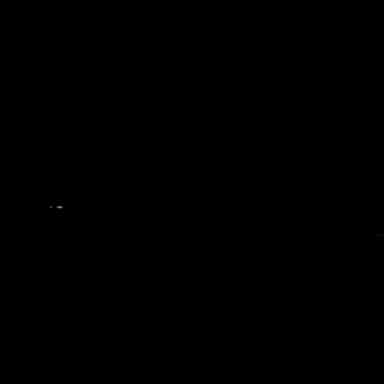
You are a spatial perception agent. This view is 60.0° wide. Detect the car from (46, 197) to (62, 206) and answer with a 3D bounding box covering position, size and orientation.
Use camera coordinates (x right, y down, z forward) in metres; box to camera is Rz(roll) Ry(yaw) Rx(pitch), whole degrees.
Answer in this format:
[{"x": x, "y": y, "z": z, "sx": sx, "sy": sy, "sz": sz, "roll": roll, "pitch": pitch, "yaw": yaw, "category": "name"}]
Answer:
[{"x": -24.178, "y": 1.725, "z": 58.020, "sx": 1.837, "sy": 1.490, "sz": 4.892, "roll": 0, "pitch": 0, "yaw": -35, "category": "car"}]
